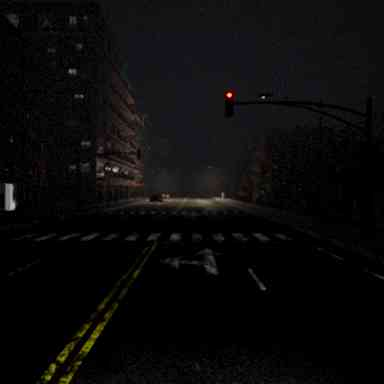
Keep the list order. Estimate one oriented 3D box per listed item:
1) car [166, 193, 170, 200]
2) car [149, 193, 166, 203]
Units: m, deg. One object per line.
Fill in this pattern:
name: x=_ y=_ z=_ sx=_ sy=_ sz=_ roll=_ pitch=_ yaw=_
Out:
car: x=-6.488 y=0.954 z=78.748 sx=2.097 sy=1.767 sz=4.553 roll=0 pitch=0 yaw=0
car: x=-6.491 y=1.020 z=60.412 sx=2.097 sy=1.767 sz=4.553 roll=0 pitch=0 yaw=0
